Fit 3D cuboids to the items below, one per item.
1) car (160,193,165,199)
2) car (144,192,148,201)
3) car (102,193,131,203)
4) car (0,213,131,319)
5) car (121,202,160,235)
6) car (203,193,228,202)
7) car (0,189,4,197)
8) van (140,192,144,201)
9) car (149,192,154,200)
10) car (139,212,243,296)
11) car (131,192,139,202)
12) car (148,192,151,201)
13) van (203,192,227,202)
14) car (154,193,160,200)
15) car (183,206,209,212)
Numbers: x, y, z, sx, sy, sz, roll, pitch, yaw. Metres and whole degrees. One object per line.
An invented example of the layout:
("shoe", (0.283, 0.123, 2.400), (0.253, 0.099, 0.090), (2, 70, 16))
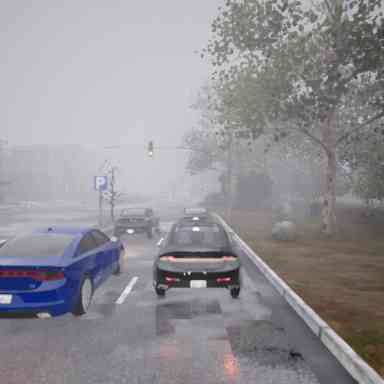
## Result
("car", (-10.860, 1.064, 88.672), (5.566, 2.045, 2.435), (-1, 0, -12))
("car", (-12.894, 1.321, 73.690), (4.892, 1.521, 2.231), (-1, 0, -13))
("car", (-14.345, 1.357, 61.737), (4.792, 1.488, 2.163), (-1, 0, -15))
("car", (-2.879, 1.487, 7.573), (1.882, 1.535, 5.008), (0, 0, 0))
("car", (-2.802, 1.532, 17.681), (1.837, 1.490, 4.892), (0, 0, 1))
("car", (4.775, 1.141, 67.270), (4.553, 1.767, 2.185), (1, 0, -14))
("car", (-31.080, 0.136, 52.632), (2.002, 1.452, 4.674), (6, -3, -19))
("van", (-13.127, 1.092, 70.719), (4.442, 1.987, 1.878), (-1, 0, -14))
("car", (-12.140, 1.358, 79.686), (4.674, 1.452, 2.002), (-1, 0, -13))
("car", (0.126, 1.503, 8.638), (2.128, 1.511, 4.902), (0, 0, 0))
("car", (-13.696, 1.314, 64.728), (5.366, 1.575, 1.946), (-1, 0, -15))
("car", (-12.517, 1.359, 76.684), (4.674, 1.452, 2.002), (-1, 0, -13))
("van", (4.387, 1.042, 64.301), (4.442, 1.987, 1.878), (1, 0, -14))
("car", (-11.315, 1.356, 85.666), (4.674, 1.452, 2.002), (-1, 0, -12))
("car", (0.210, 1.533, 18.623), (1.837, 1.490, 4.892), (0, 0, 1))
